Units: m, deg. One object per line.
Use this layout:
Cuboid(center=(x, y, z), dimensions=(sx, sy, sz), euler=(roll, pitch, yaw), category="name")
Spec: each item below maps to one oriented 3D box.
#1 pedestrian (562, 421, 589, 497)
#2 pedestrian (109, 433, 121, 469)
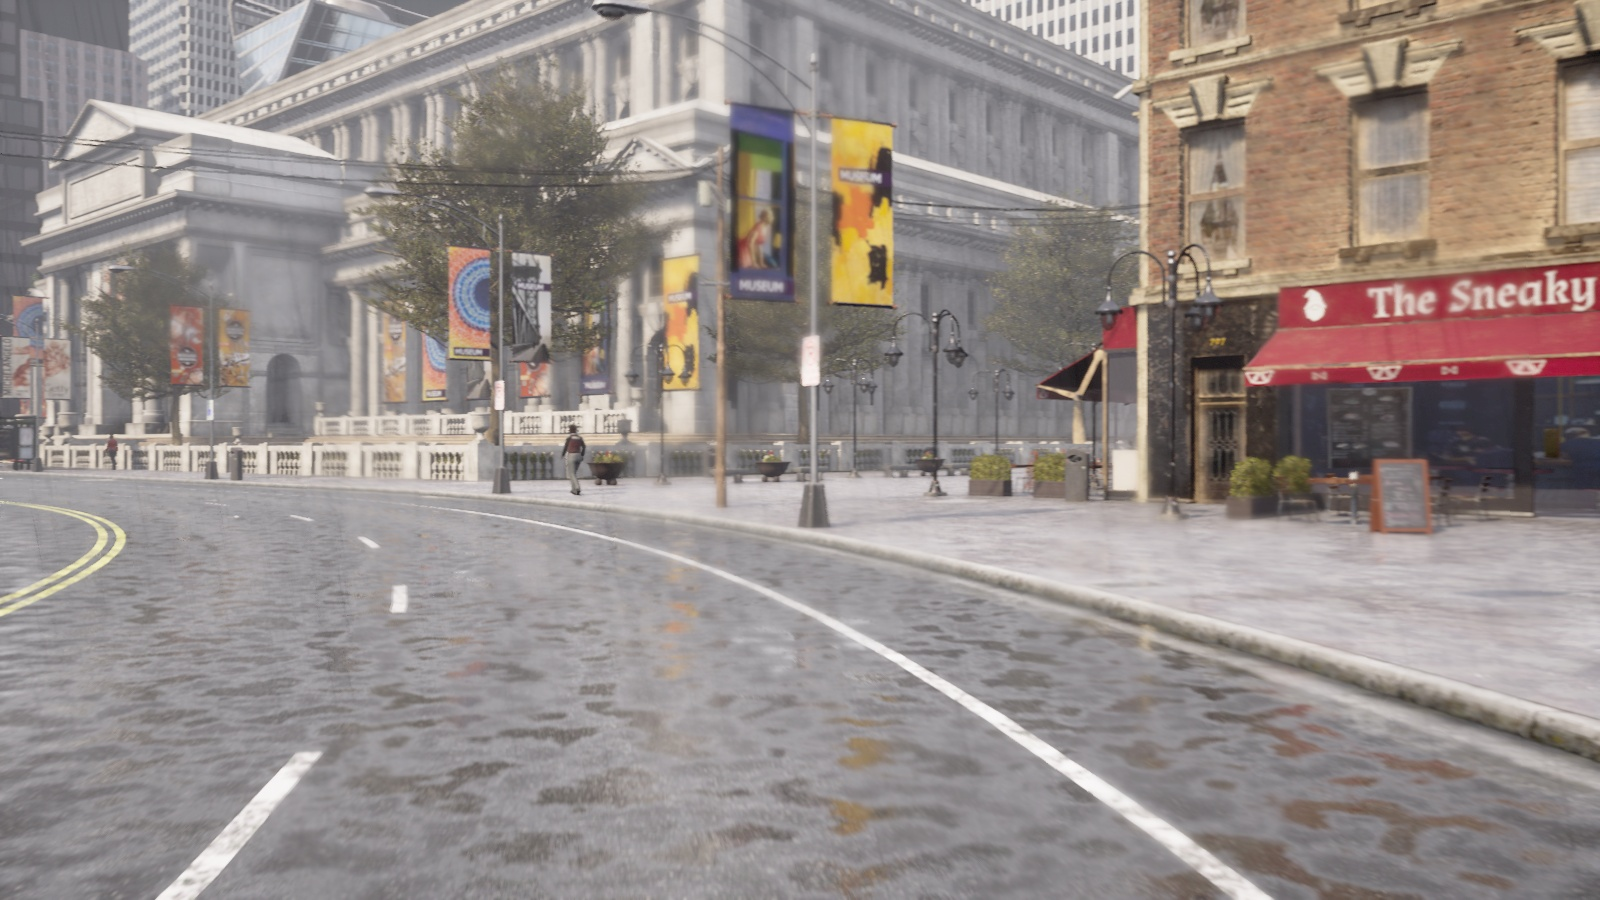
Cuboid(center=(-5.796, 0.222, 32.389), dimensions=(0.402, 1.930, 0.666), euler=(0, 0, -40), category="pedestrian")
Cuboid(center=(-34.821, 0.052, 63.832), dimensions=(0.636, 1.846, 0.331), euler=(0, 0, 36), category="pedestrian")
